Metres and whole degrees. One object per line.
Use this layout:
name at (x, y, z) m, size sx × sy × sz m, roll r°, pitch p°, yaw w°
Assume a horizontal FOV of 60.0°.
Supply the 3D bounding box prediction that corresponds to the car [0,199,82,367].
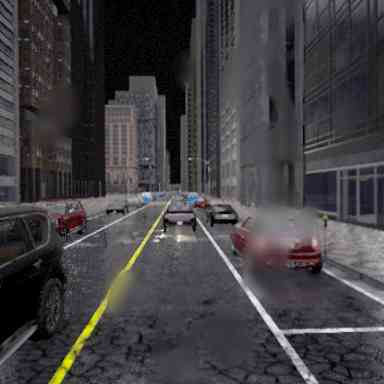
car at (-3.105, 1.226, 3.526) m, size 2.150 × 2.045 × 5.566 m, roll 0°, pitch 0°, yaw -3°

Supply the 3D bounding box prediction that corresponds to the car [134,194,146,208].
car at (-7.656, 1.358, 43.766) m, size 2.008 × 1.369 × 4.403 m, roll -1°, pitch 0°, yaw -3°

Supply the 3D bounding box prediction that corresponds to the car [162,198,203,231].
car at (-0.732, 1.384, 19.712) m, size 2.128 × 1.511 × 4.902 m, roll 0°, pitch 1°, yaw -2°

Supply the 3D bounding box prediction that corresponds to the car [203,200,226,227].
car at (1.863, 1.426, 21.609) m, size 1.947 × 1.339 × 4.313 m, roll -1°, pitch 0°, yaw -3°

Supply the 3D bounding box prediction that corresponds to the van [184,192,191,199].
van at (-1.148, 0.834, 89.228) m, size 1.690 × 1.788 × 3.998 m, roll -1°, pitch 0°, yaw -3°

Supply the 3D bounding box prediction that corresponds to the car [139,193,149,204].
car at (-7.900, 1.303, 49.231) m, size 1.752 × 1.417 × 4.829 m, roll -1°, pitch 0°, yaw -3°

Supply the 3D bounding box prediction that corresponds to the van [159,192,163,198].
van at (-9.915, 0.872, 94.482) m, size 1.690 × 1.788 × 3.998 m, roll -1°, pitch 0°, yaw -3°

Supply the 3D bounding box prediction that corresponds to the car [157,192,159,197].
car at (-8.913, 0.969, 71.941) m, size 2.192 × 1.841 × 5.009 m, roll -1°, pitch 0°, yaw -3°

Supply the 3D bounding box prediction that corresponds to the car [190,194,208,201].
car at (1.110, 1.314, 38.514) m, size 1.887 × 1.381 × 4.507 m, roll -1°, pitch 0°, yaw -3°

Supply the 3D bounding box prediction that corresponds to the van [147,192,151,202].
van at (-8.160, 1.087, 55.035) m, size 1.690 × 1.788 × 3.998 m, roll -1°, pitch 0°, yaw -3°

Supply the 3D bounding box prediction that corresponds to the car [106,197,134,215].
car at (-7.155, 1.434, 32.496) m, size 1.947 × 1.339 × 4.313 m, roll -1°, pitch 0°, yaw -3°

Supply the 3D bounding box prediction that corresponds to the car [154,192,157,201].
car at (-8.661, 1.125, 66.306) m, size 1.967 × 1.590 × 4.097 m, roll -1°, pitch 0°, yaw -3°

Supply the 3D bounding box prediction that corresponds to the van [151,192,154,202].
van at (-8.411, 1.057, 60.670) m, size 1.690 × 1.788 × 3.998 m, roll -1°, pitch 0°, yaw -3°

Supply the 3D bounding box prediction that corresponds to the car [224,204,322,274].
car at (2.363, 1.361, 10.338) m, size 1.967 × 1.590 × 4.097 m, roll -1°, pitch 0°, yaw -3°

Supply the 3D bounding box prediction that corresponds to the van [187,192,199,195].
van at (0.356, 1.019, 55.418) m, size 1.690 × 1.788 × 3.998 m, roll -1°, pitch 0°, yaw -3°

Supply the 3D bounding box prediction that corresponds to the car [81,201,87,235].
car at (-6.406, 1.274, 15.589) m, size 2.192 × 1.841 × 5.009 m, roll -1°, pitch 0°, yaw -3°

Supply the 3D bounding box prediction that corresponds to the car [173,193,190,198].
car at (-1.638, 1.271, 40.306) m, size 2.128 × 1.511 × 4.902 m, roll 0°, pitch 0°, yaw -2°
